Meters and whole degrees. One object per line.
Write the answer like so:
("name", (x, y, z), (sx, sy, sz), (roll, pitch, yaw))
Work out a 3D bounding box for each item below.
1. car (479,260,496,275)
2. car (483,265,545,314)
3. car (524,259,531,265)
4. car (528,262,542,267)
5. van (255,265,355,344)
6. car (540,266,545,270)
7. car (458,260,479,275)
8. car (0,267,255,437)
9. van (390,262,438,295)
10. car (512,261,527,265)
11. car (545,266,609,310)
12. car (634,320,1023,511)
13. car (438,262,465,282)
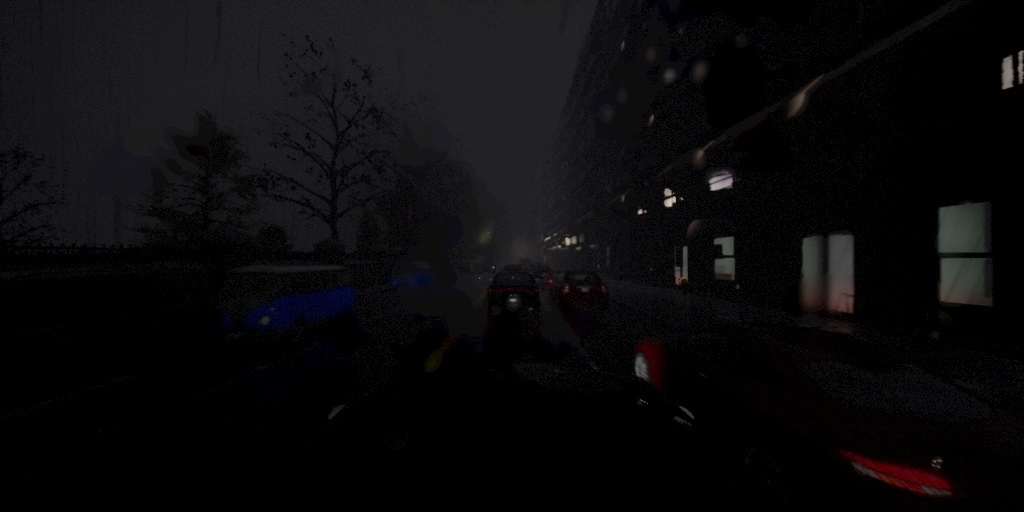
("car", (-3.086, 1.408, 45.167), (2.097, 1.767, 4.553), (0, 0, 0))
("car", (0.081, 1.314, 14.204), (1.882, 1.535, 5.008), (0, 0, 0))
("car", (2.693, 1.482, 43.241), (1.967, 1.591, 4.097), (0, 0, 0))
("car", (2.692, 1.526, 31.982), (1.948, 1.339, 4.313), (0, 0, 0))
("van", (-5.689, 1.145, 9.461), (1.690, 1.789, 3.998), (0, 0, 0))
("car", (2.691, 1.463, 20.722), (1.802, 1.307, 4.207), (0, 0, 0))
("car", (-5.687, 1.358, 43.242), (2.192, 1.841, 5.009), (0, 0, 0))
("car", (-5.690, 1.080, 3.831), (2.192, 1.841, 5.009), (0, 0, 0))
("van", (-5.689, 1.222, 20.722), (1.690, 1.789, 3.998), (0, 0, 0))
("car", (0.087, 1.454, 30.501), (1.837, 1.490, 4.892), (0, 0, 0))
("car", (2.691, 1.282, 15.091), (1.967, 1.591, 4.097), (0, 0, 0))
("car", (2.691, 1.347, 3.830), (1.802, 1.307, 4.207), (0, 0, 0))
("car", (-5.689, 1.526, 31.982), (1.948, 1.339, 4.313), (0, 0, 0))
